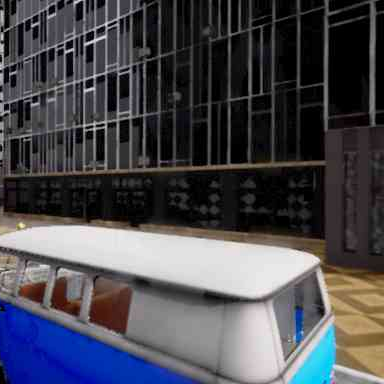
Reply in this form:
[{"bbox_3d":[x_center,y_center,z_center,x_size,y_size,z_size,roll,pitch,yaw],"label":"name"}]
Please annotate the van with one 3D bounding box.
[{"bbox_3d":[-0.683,1.325,3.361,3.998,1.788,1.690,1,0,35],"label":"van"}]
